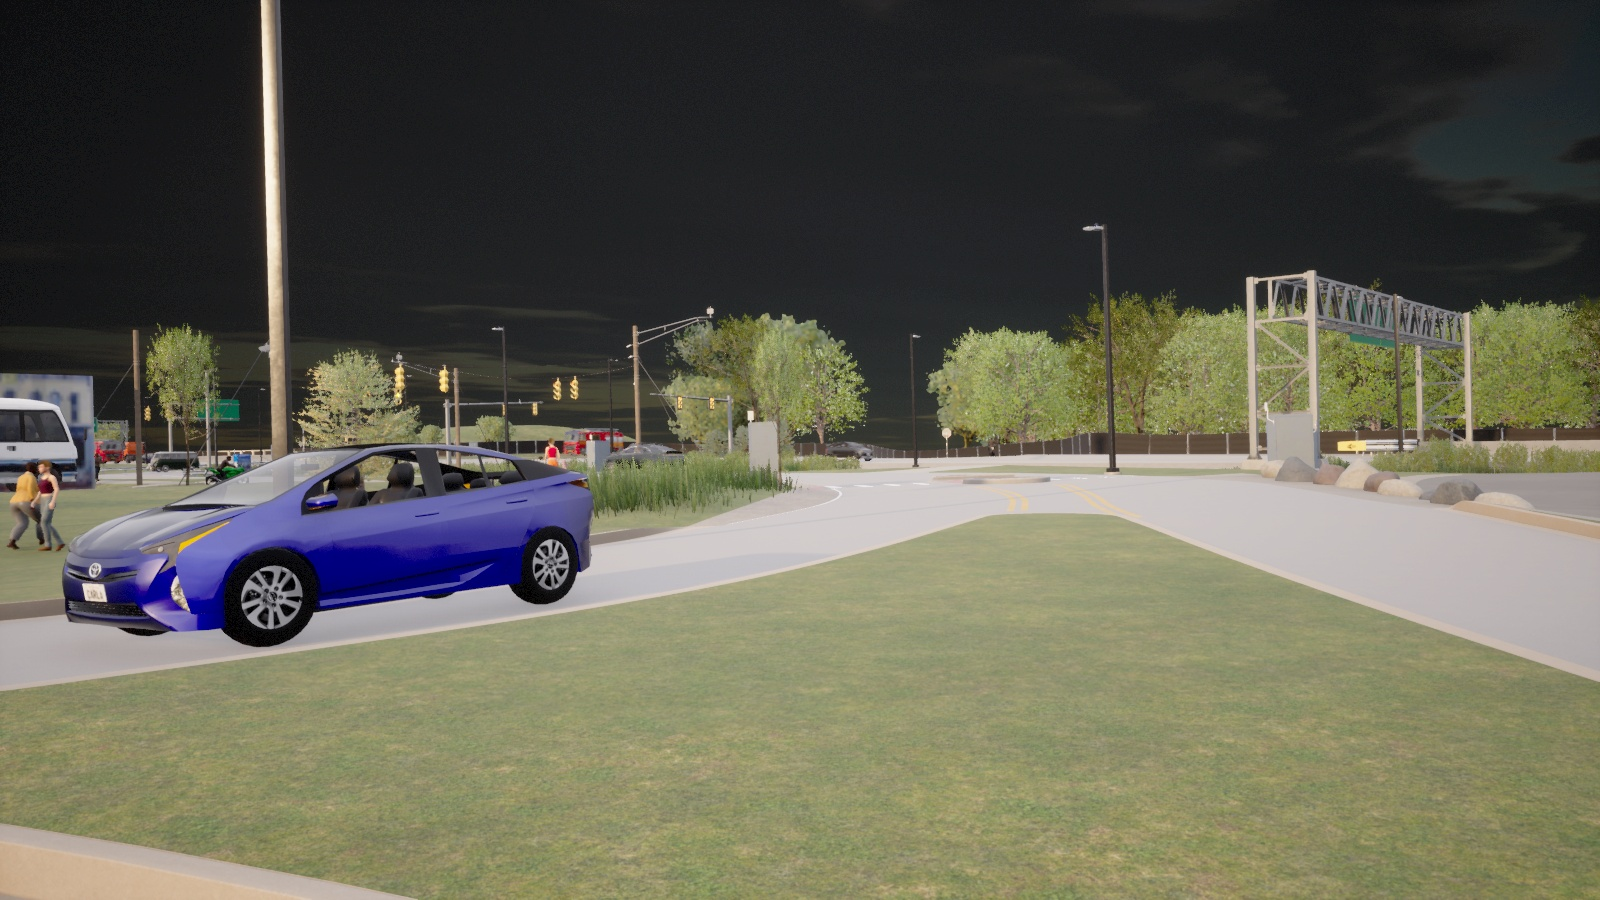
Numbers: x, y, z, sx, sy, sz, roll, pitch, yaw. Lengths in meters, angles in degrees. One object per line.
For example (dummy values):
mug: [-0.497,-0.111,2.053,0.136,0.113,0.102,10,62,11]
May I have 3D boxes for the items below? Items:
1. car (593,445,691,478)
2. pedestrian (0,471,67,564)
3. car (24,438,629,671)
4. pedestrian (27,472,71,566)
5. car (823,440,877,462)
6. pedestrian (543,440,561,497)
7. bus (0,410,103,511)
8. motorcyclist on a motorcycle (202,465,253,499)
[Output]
car: [-8.042,0.598,63.756,4.902,1.511,2.128,-2,0,41]
pedestrian: [-15.905,1.387,25.933,0.874,1.855,0.900,-3,-1,23]
car: [-3.809,0.737,10.917,2.007,1.525,4.514,-3,-1,35]
pedestrian: [-15.008,1.367,25.101,0.345,1.836,0.594,-4,-1,39]
car: [3.752,0.070,94.960,3.705,1.549,1.789,-2,0,41]
pedestrian: [-8.087,0.621,40.944,0.345,1.836,0.594,-3,-1,-27]
bus: [-35.871,0.542,53.156,3.944,4.253,10.273,-4,-1,41]
motorcyclist on a motorcycle: [-27.930,1.544,61.275,2.044,1.523,0.797,-4,0,-36]
